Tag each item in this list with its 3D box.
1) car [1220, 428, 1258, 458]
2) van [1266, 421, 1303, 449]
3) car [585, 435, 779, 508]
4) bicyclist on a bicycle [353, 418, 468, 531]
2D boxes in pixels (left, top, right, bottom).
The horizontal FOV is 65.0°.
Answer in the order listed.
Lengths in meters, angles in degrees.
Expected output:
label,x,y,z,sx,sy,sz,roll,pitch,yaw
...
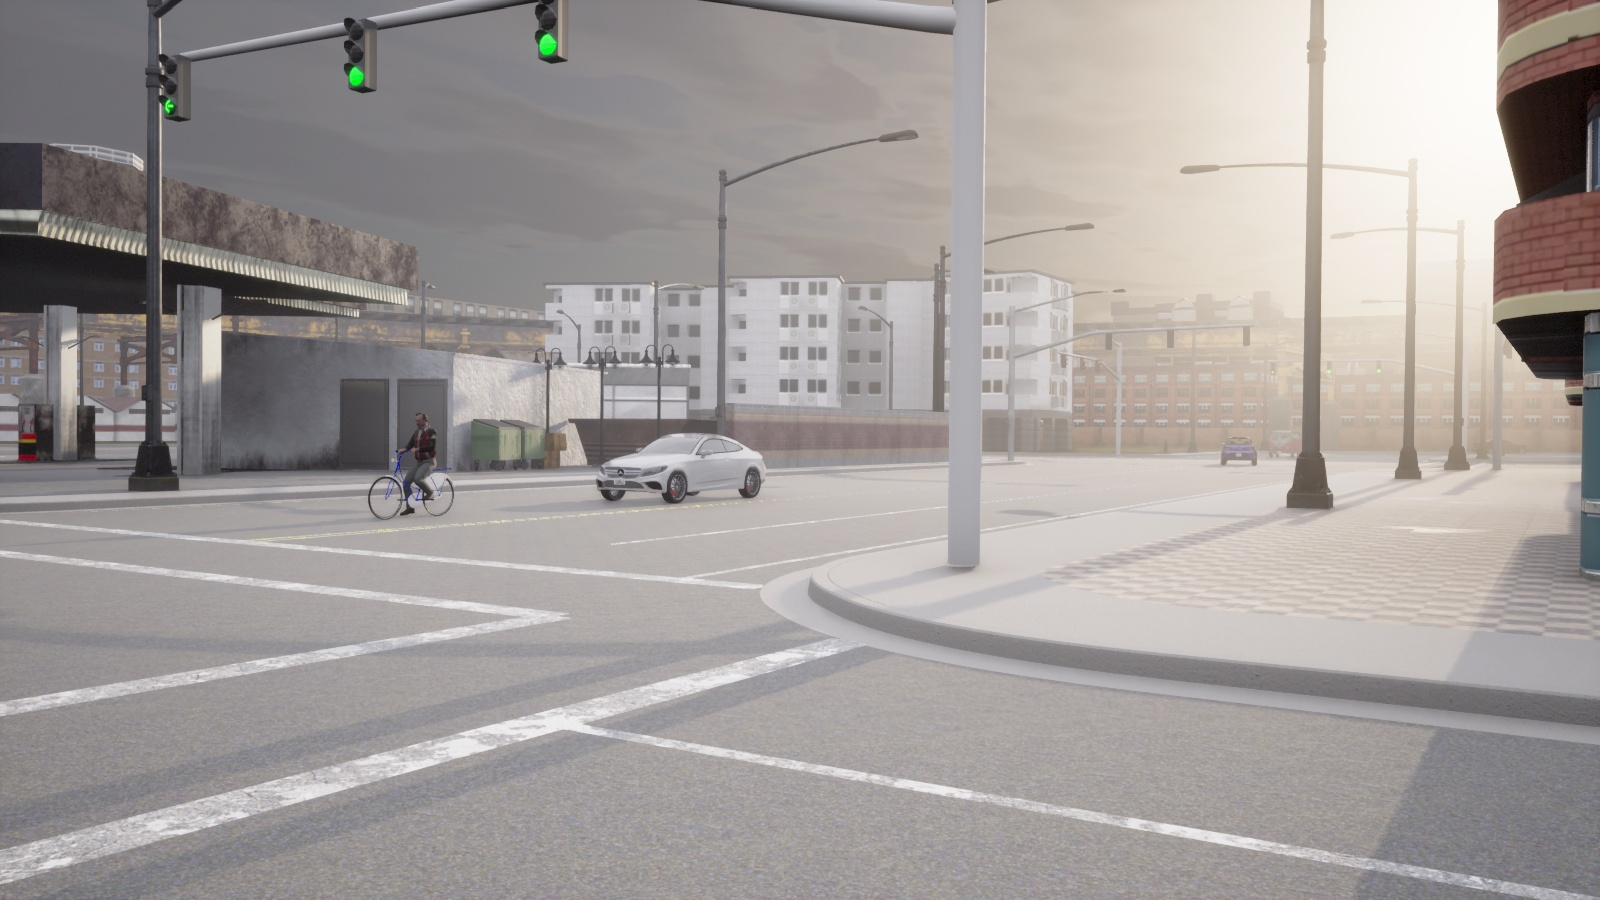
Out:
label,x,y,z,sx,sy,sz,roll,pitch,yaw
car,22.917,-0.385,65.547,1.816,1.474,4.193,0,1,19
van,35.150,-1.077,91.048,1.775,1.987,4.442,0,1,31
car,-2.468,0.404,27.508,1.812,1.442,4.674,0,1,31
bicyclist on a bicycle,-6.427,0.376,20.823,0.659,1.776,1.843,0,1,31
